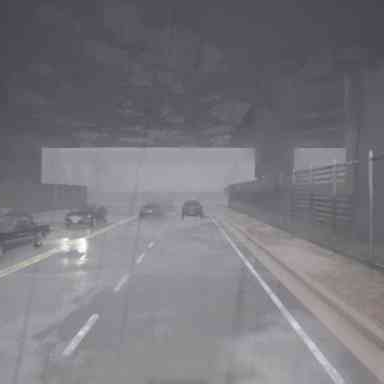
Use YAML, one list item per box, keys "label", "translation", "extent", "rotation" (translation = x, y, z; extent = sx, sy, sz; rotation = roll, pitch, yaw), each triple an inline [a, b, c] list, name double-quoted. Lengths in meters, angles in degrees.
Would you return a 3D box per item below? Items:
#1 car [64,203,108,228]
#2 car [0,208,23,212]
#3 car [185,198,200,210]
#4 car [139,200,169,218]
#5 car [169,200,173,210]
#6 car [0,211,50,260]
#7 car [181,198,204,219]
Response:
- label: "car"
  translation: [-7.066, 1.507, 22.640]
  extent: [2.128, 1.511, 4.902]
  rotation: [0, 0, 0]
- label: "car"
  translation: [-10.577, 1.577, 18.630]
  extent: [1.994, 1.385, 4.181]
  rotation: [0, 0, 0]
- label: "car"
  translation: [0.052, 1.536, 43.831]
  extent: [1.837, 1.490, 4.892]
  rotation: [0, 0, 1]
- label: "car"
  translation: [-3.489, 1.584, 29.987]
  extent: [1.994, 1.385, 4.181]
  rotation: [0, 0, 1]
- label: "car"
  translation: [-3.452, 1.631, 43.404]
  extent: [1.895, 1.301, 4.718]
  rotation: [0, 0, 1]
- label: "car"
  translation: [-7.075, 1.610, 12.189]
  extent: [1.895, 1.301, 4.718]
  rotation: [0, 0, 0]
- label: "car"
  translation: [0.011, 1.498, 29.316]
  extent: [1.882, 1.535, 5.008]
  rotation: [0, 0, 0]
